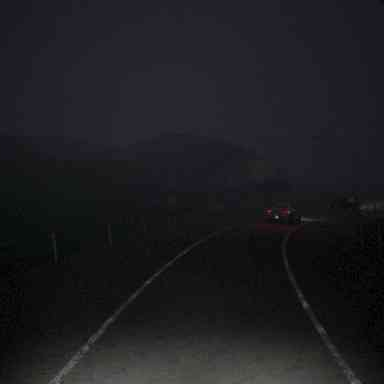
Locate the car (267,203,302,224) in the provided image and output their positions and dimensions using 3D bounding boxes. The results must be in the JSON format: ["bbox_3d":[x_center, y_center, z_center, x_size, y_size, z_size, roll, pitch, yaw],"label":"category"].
[{"bbox_3d":[7.043,1.533,25.251,1.812,1.442,4.674,3,1,29],"label":"car"}]

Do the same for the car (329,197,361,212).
[{"bbox_3d":[17.467,1.325,37.837,4.902,1.511,2.128,-2,5,-42],"label":"car"}]
